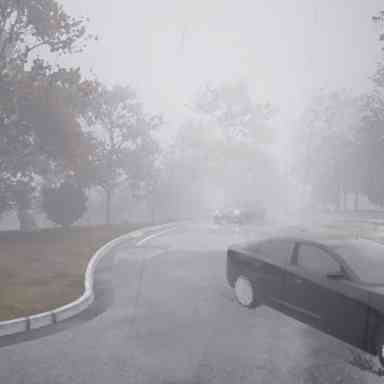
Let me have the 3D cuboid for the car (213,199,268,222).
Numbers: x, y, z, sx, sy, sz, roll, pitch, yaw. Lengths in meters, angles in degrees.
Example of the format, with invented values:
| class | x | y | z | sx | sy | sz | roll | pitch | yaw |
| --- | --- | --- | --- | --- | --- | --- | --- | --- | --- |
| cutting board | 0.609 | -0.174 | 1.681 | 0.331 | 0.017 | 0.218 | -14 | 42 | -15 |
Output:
| class | x | y | z | sx | sy | sz | roll | pitch | yaw |
| --- | --- | --- | --- | --- | --- | --- | --- | --- | --- |
| car | 3.451 | 1.352 | 23.279 | 2.097 | 1.767 | 4.553 | 0 | 0 | 40 |

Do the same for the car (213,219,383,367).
| class | x | y | z | sx | sy | sz | roll | pitch | yaw |
| --- | --- | --- | --- | --- | --- | --- | --- | --- | --- |
| car | 2.500 | 1.478 | 5.619 | 1.882 | 1.535 | 5.008 | 0 | 0 | -28 |
